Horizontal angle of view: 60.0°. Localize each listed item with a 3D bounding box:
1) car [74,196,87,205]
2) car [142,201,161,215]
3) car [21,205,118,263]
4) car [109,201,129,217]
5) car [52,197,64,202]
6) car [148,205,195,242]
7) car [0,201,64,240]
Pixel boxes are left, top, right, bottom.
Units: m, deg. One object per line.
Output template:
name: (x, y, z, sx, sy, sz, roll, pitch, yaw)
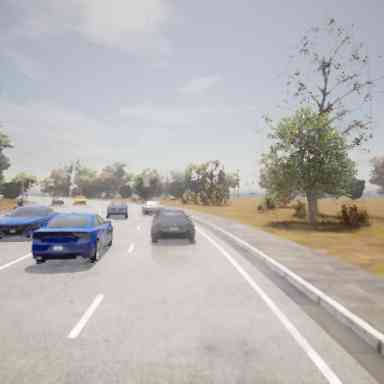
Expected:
car: (-18.964, 1.435, 56.618, 1.882, 1.535, 5.008, 0, 0, -22)
car: (-4.088, 1.573, 34.108, 1.895, 1.301, 4.718, 0, 0, -13)
car: (-4.077, 1.473, 12.075, 1.882, 1.535, 5.008, 0, 0, -5)
car: (-6.771, 1.526, 30.244, 2.033, 1.411, 5.357, 0, 0, -12)
car: (-22.945, 1.557, 57.034, 1.895, 1.301, 4.718, 0, 0, -23)
car: (-1.007, 1.549, 16.316, 1.994, 1.385, 4.181, 0, 0, -7)
car: (-8.359, 1.474, 17.335, 1.882, 1.535, 5.008, 0, 0, -8)
